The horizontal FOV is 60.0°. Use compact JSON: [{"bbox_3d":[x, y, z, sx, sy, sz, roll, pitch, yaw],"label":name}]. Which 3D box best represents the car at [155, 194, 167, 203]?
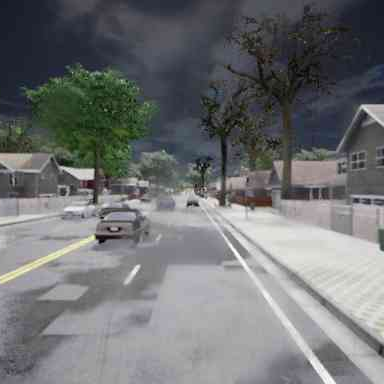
[{"bbox_3d":[-6.509,1.336,70.583,2.097,1.767,4.553,0,0,0],"label":"car"}]

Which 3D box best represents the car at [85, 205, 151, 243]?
[{"bbox_3d":[-3.152,1.550,15.974,2.033,1.411,5.357,0,0,0],"label":"car"}]

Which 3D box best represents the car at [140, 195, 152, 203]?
[{"bbox_3d":[-9.759,1.335,70.583,2.097,1.767,4.553,0,0,0],"label":"car"}]

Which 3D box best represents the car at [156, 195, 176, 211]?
[{"bbox_3d":[-3.155,1.369,41.291,2.097,1.767,4.553,0,0,0],"label":"car"}]

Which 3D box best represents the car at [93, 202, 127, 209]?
[{"bbox_3d":[-6.593,1.556,29.028,2.033,1.411,5.357,0,0,0],"label":"car"}]

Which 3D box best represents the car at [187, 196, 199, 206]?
[{"bbox_3d":[0.093,1.631,54.017,1.895,1.301,4.718,0,0,0],"label":"car"}]

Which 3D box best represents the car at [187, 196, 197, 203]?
[{"bbox_3d":[-0.009,1.591,73.831,2.033,1.411,5.357,0,0,0],"label":"car"}]

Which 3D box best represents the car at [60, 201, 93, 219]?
[{"bbox_3d":[-9.841,1.534,29.105,1.812,1.442,4.674,0,0,0],"label":"car"}]
